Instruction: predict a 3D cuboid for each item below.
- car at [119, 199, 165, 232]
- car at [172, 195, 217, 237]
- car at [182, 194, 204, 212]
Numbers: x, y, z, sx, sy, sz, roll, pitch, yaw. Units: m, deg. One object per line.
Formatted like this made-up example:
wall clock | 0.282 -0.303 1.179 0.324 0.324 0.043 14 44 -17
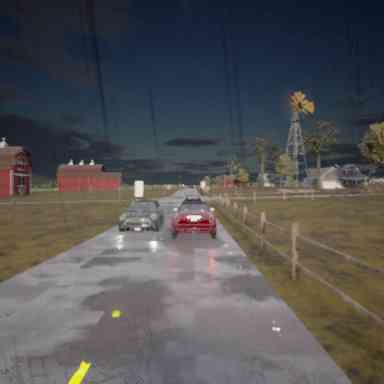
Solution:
car | -2.755 1.255 19.059 2.097 1.767 4.553 0 1 0
car | 0.096 1.228 17.216 2.097 1.767 4.553 0 1 0
car | 0.091 1.057 34.027 2.128 1.511 4.902 0 1 0
